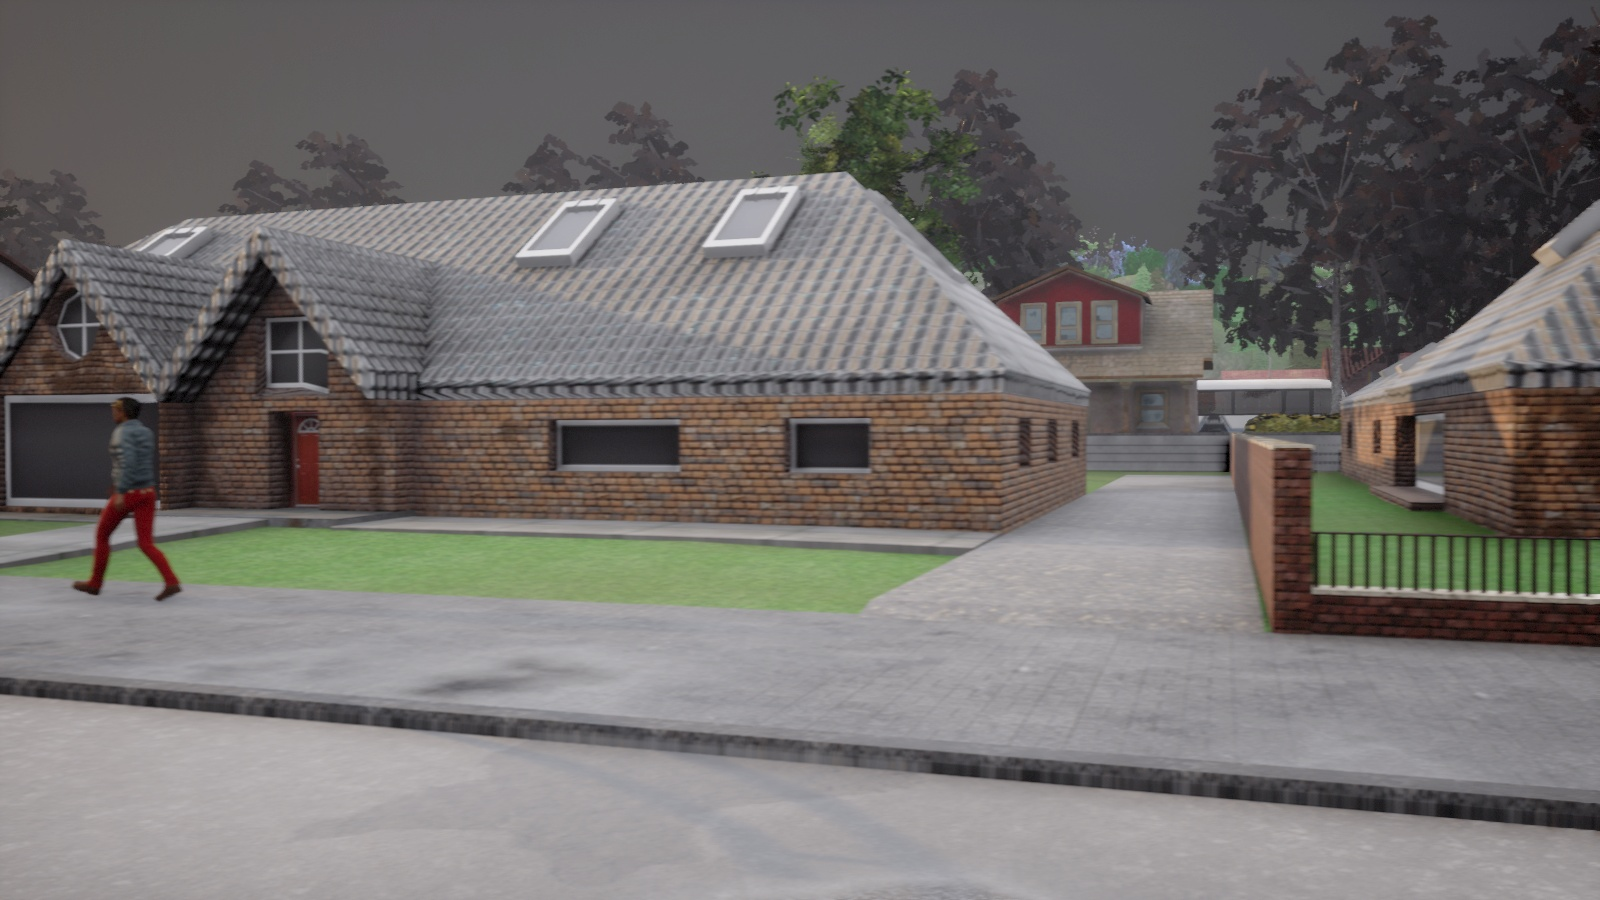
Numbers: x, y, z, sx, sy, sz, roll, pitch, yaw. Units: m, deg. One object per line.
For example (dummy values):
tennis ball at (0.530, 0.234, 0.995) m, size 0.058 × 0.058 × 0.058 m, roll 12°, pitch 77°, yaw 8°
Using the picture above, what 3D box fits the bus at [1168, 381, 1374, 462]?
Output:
bus at (25.663, -1.558, 68.943) m, size 10.273 × 4.253 × 3.944 m, roll 1°, pitch 1°, yaw 19°

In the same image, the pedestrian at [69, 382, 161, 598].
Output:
pedestrian at (-5.975, 0.338, 10.965) m, size 0.614 × 1.847 × 0.353 m, roll 0°, pitch 1°, yaw 12°
